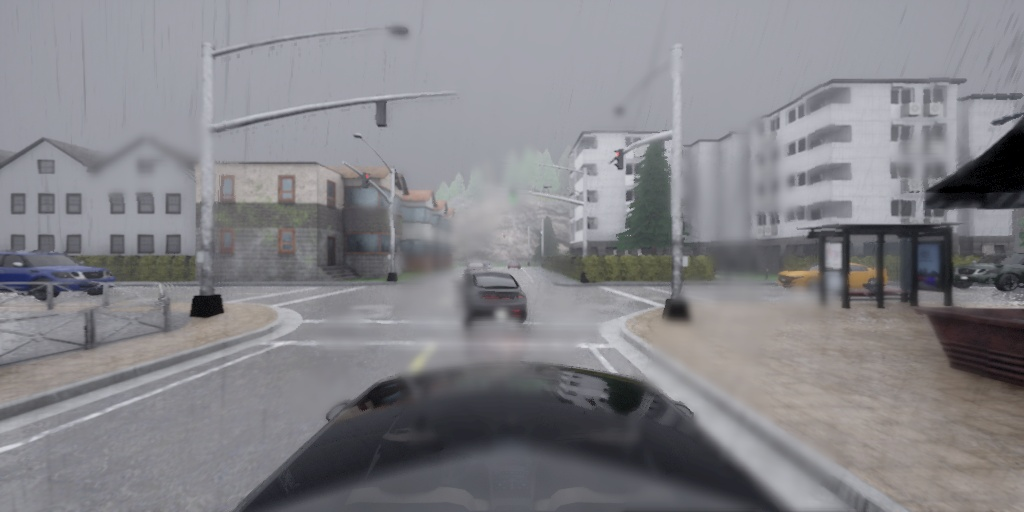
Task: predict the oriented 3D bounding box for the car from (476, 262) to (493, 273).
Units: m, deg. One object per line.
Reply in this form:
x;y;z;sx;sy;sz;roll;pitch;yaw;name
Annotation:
-3.578;1.435;46.910;1.895;1.301;4.718;0;0;0;car

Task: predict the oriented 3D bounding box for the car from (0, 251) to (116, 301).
-20.991;0.821;15.762;5.566;2.045;2.150;0;0;0;car

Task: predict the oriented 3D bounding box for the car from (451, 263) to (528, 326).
-0.843;1.230;11.850;1.837;1.490;4.892;1;2;-14;car

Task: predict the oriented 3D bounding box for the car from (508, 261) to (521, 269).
0.359;1.420;58.911;1.994;1.385;4.181;0;0;4;car

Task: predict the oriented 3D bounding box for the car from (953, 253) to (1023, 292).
27.154;0.828;19.322;5.566;2.045;2.150;0;0;0;car

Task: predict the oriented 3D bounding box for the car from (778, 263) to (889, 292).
17.203;1.084;19.359;5.008;1.535;1.882;0;0;0;car
